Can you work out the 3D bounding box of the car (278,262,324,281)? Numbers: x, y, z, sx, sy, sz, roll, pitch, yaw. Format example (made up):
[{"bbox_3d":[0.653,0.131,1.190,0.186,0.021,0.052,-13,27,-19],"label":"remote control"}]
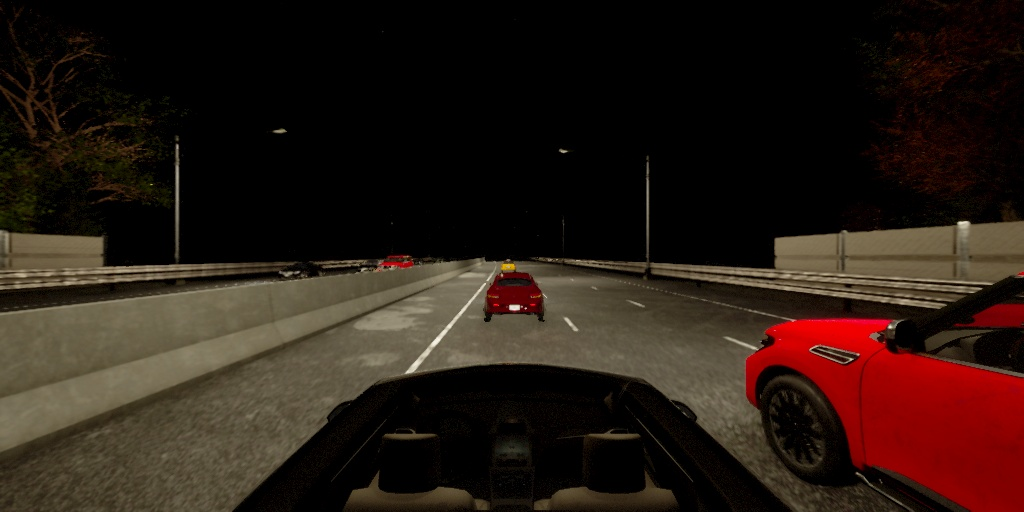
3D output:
[{"bbox_3d":[-17.863,1.269,30.680,1.812,1.442,4.674,0,0,-1],"label":"car"}]

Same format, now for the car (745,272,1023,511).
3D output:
[{"bbox_3d":[3.594,0.971,1.482,2.150,2.045,5.566,0,0,0],"label":"car"}]

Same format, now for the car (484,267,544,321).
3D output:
[{"bbox_3d":[0.065,1.274,12.345,1.812,1.442,4.674,0,0,0],"label":"car"}]

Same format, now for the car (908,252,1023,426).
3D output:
[{"bbox_3d":[7.093,0.970,2.658,2.150,2.045,5.566,0,0,0],"label":"car"}]

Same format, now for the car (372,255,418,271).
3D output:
[{"bbox_3d":[-10.919,0.961,33.957,2.150,2.045,5.566,0,0,-1],"label":"car"}]

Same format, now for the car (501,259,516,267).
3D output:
[{"bbox_3d":[-0.441,1.189,44.143,1.801,1.575,5.366,0,0,-1],"label":"car"}]

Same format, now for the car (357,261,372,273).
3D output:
[{"bbox_3d":[-14.485,1.234,37.424,2.128,1.511,4.902,0,0,-1],"label":"car"}]
